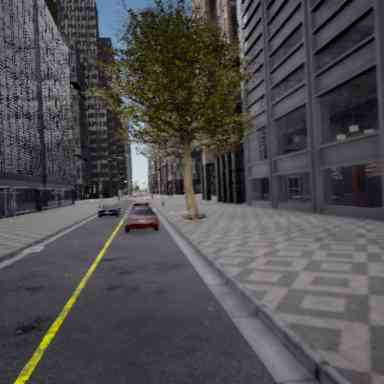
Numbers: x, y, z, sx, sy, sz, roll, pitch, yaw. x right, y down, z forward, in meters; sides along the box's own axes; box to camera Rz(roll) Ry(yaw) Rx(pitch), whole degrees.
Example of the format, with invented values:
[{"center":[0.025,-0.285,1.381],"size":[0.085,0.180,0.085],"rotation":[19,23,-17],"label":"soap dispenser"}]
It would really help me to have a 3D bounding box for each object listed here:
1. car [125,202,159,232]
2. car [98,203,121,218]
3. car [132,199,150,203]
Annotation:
[{"center":[-3.117,1.591,20.719],"size":[1.994,1.385,4.181],"rotation":[-3,0,-8],"label":"car"},{"center":[-8.065,1.797,32.652],"size":[1.895,1.301,4.718],"rotation":[-3,0,-9],"label":"car"},{"center":[-5.795,1.529,38.094],"size":[1.882,1.535,5.008],"rotation":[-3,0,-9],"label":"car"}]
